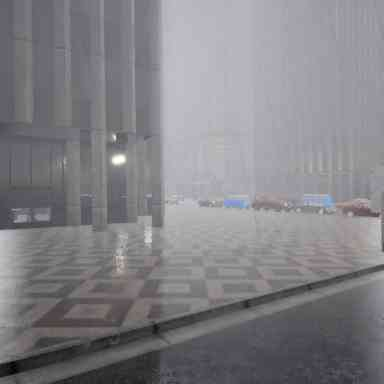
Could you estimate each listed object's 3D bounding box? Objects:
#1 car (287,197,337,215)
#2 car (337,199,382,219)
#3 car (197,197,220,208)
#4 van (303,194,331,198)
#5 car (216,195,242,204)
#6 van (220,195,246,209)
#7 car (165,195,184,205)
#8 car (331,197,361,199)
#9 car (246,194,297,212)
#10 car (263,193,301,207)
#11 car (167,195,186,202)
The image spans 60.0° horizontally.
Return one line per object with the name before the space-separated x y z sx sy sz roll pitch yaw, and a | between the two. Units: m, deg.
car | 12.236 1.549 33.369 2.008 1.369 4.403 -1 1 -36
car | 15.453 1.567 28.877 1.887 1.381 4.507 -1 1 -36
car | 2.583 1.372 46.843 1.967 1.590 4.097 -1 1 -36
van | 15.959 1.179 42.813 1.690 1.788 3.998 -1 1 -36
car | 6.215 1.297 56.431 1.752 1.417 4.829 -1 1 -36
van | 5.799 1.294 42.351 1.690 1.788 3.998 -1 1 -36
car | -3.852 1.439 55.828 2.008 1.369 4.403 -1 1 -36
car | 19.076 1.385 38.460 1.752 1.417 4.829 -1 1 -36
car | 9.016 1.291 37.858 2.192 1.841 5.009 -1 1 -36
car | 12.743 1.130 47.305 2.192 1.841 5.009 -1 1 -36
car | -3.333 1.258 69.771 2.008 1.369 4.403 -1 1 -36
